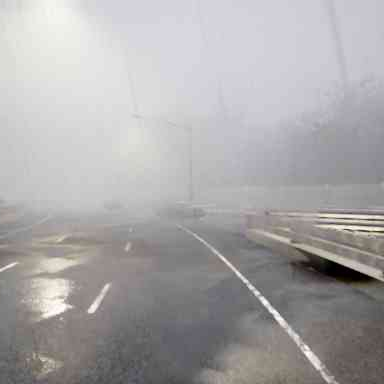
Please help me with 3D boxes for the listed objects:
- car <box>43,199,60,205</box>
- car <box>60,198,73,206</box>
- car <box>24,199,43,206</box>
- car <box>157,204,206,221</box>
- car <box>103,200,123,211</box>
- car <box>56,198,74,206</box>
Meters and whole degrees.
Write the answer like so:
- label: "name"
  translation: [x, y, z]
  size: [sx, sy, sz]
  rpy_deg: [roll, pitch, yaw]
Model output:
- label: "car"
  translation: [-31.392, 2.193, 72.608]
  size: [2.033, 1.411, 5.357]
  rpy_deg: [0, -1, -44]
- label: "car"
  translation: [-28.393, 2.146, 74.592]
  size: [1.882, 1.535, 5.008]
  rpy_deg: [0, -1, -44]
- label: "car"
  translation: [-34.000, 2.174, 70.274]
  size: [2.128, 1.511, 4.902]
  rpy_deg: [0, -1, -44]
- label: "car"
  translation: [-1.069, 1.768, 30.236]
  size: [2.033, 1.411, 5.357]
  rpy_deg: [0, -1, -39]
- label: "car"
  translation: [-11.661, 1.893, 48.973]
  size: [2.033, 1.411, 5.357]
  rpy_deg: [-2, 5, -26]
- label: "car"
  translation: [-28.561, 2.152, 74.657]
  size: [2.097, 1.767, 4.553]
  rpy_deg: [0, -1, -44]
